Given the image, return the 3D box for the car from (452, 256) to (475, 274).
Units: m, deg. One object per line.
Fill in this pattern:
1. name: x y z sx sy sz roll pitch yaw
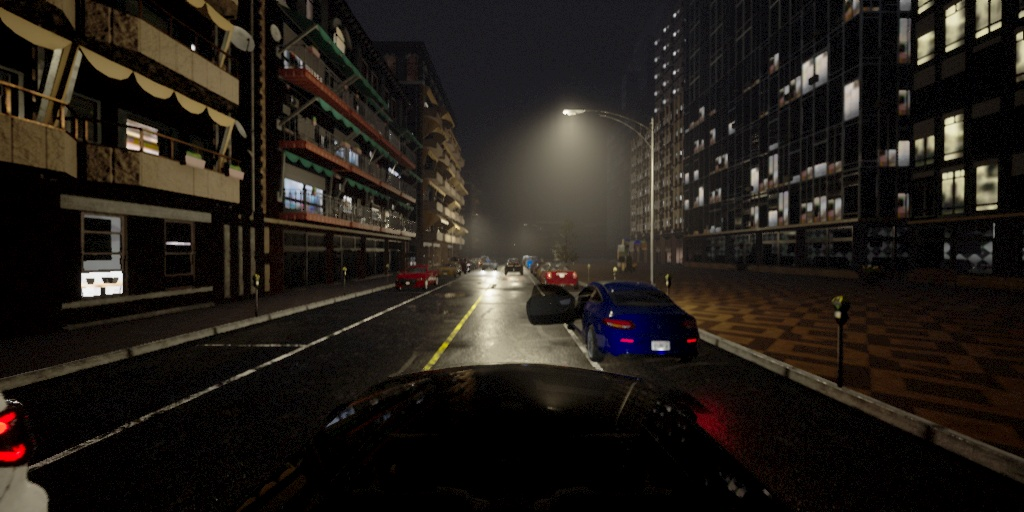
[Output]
1. car: -5.566 0.925 38.188 2.192 1.841 5.009 0 0 0

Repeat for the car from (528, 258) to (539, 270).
1. car: 2.814 1.192 38.158 1.802 1.307 4.207 0 0 0

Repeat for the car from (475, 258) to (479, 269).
1. car: -5.546 1.142 43.715 2.007 1.370 4.403 0 0 0

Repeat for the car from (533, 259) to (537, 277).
1. car: 2.776 1.175 27.275 1.751 1.417 4.829 0 0 0

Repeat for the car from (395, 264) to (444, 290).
1. car: -5.624 1.215 21.609 1.888 1.381 4.507 0 0 0

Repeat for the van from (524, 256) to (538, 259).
1. van: 2.854 0.914 49.211 1.690 1.789 3.998 0 0 0

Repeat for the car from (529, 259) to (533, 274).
1. car: 2.795 1.212 32.632 1.802 1.307 4.207 0 0 0

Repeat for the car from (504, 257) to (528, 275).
1. car: 0.192 1.108 36.536 2.128 1.511 4.902 0 0 0

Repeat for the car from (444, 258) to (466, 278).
1. car: -5.586 1.155 32.492 1.751 1.417 4.829 0 0 0

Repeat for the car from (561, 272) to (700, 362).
1. car: 2.370 1.249 7.995 1.812 1.442 4.674 0 0 0

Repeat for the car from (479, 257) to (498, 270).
1. car: -2.845 1.182 46.761 1.895 1.301 4.718 0 0 0

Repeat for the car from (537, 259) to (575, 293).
1. car: 2.756 1.110 21.578 1.967 1.591 4.097 0 0 0
